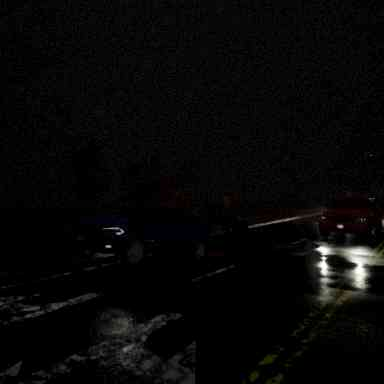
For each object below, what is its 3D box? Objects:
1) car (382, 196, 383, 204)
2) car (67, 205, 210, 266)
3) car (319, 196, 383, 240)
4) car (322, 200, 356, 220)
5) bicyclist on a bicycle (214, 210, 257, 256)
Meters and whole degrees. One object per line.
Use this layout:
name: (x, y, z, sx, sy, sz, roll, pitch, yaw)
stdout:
car: (36.684, 1.468, 61.902, 1.882, 1.535, 5.008, 0, 0, 36)
car: (-1.256, 1.126, 9.864, 1.882, 1.535, 5.008, 1, -7, 32)
car: (8.455, 1.222, 17.442, 2.150, 2.045, 5.566, 0, 0, 37)
car: (13.037, 1.526, 29.349, 1.812, 1.442, 4.674, 0, 0, 36)
bicyclist on a bicycle: (1.507, 1.461, 11.832, 1.656, 1.620, 0.582, -3, 0, 31)
